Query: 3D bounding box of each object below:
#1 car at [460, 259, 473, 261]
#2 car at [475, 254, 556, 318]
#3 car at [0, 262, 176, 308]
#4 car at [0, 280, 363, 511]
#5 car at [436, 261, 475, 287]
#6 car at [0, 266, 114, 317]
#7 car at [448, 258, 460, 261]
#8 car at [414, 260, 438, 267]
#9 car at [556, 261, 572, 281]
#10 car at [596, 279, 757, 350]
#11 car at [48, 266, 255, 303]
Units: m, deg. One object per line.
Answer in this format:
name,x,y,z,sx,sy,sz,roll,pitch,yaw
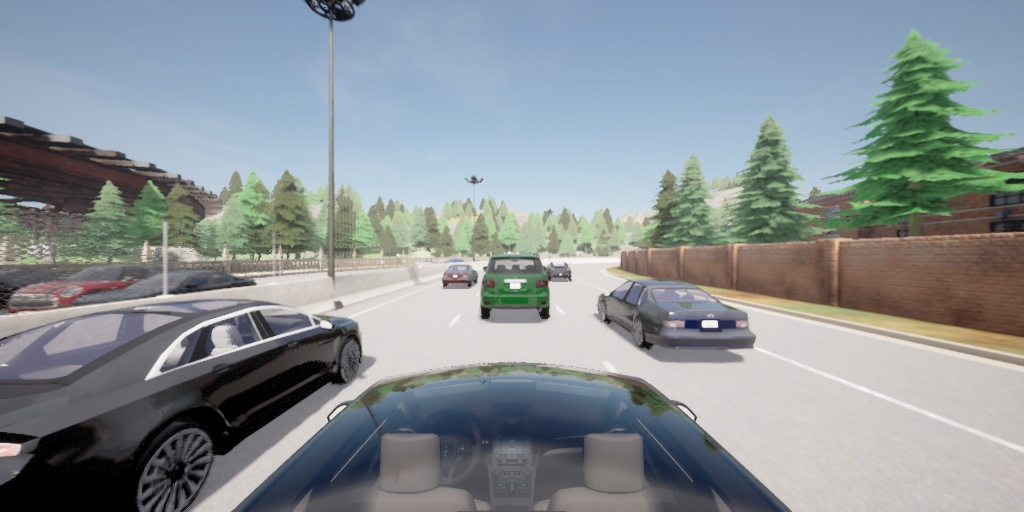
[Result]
car,-5.845,1.197,55.713,1.994,1.385,4.181,0,0,18
car,0.097,0.947,12.951,2.150,2.045,5.566,0,0,0
car,-14.092,1.079,12.723,2.097,1.767,4.553,0,0,0
car,-3.414,1.237,4.101,2.128,1.511,4.902,0,0,0
car,-3.383,1.249,24.036,2.033,1.411,5.357,0,0,1
car,-17.595,1.205,12.487,1.882,1.535,5.008,0,0,0
car,-9.299,1.110,56.457,1.882,1.535,5.008,0,0,17
car,-13.228,1.235,55.463,1.895,1.301,4.718,0,0,16
car,3.802,1.182,29.456,2.128,1.511,4.902,0,0,3
car,3.597,1.282,9.026,2.033,1.411,5.357,0,0,0
car,-10.597,1.207,11.470,1.882,1.535,5.008,0,0,0
